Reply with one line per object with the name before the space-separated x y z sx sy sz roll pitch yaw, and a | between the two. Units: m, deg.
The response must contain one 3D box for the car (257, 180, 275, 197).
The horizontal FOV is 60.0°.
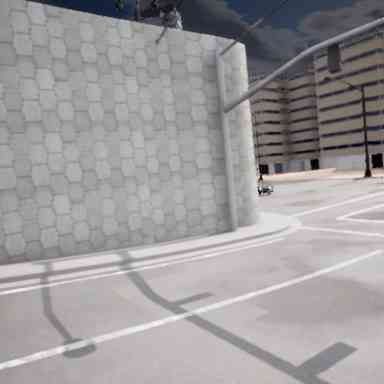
car | 5.660 -0.391 31.860 1.837 1.490 4.892 -9 5 -35
